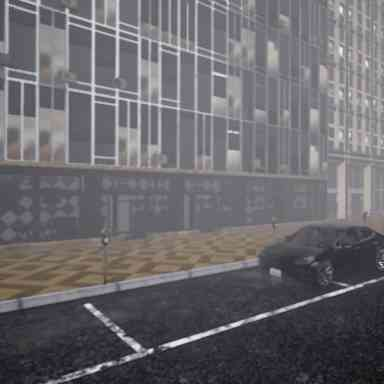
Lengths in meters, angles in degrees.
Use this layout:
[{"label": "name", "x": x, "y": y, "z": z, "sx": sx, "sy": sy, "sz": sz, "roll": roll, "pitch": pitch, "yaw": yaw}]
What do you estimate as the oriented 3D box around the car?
[{"label": "car", "x": 3.786, "y": 1.557, "z": 9.254, "sx": 4.313, "sy": 1.339, "sz": 1.947, "roll": 0, "pitch": 0, "yaw": -35}]
